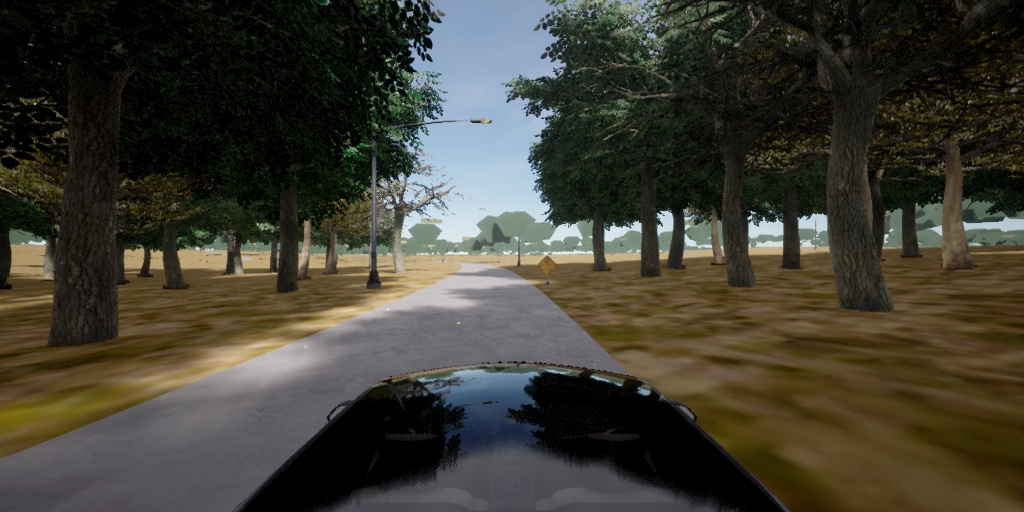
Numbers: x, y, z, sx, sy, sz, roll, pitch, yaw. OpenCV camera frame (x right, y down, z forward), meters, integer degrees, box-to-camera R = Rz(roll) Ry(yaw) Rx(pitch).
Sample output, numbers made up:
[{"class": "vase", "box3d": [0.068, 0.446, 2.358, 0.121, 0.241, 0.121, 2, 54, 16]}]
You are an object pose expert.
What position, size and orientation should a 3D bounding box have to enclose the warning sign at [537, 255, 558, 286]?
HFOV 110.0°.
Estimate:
[{"class": "warning sign", "box3d": [2.221, 0.877, 22.287, 1.300, 1.860, 1.060, 0, 0, -2]}]
